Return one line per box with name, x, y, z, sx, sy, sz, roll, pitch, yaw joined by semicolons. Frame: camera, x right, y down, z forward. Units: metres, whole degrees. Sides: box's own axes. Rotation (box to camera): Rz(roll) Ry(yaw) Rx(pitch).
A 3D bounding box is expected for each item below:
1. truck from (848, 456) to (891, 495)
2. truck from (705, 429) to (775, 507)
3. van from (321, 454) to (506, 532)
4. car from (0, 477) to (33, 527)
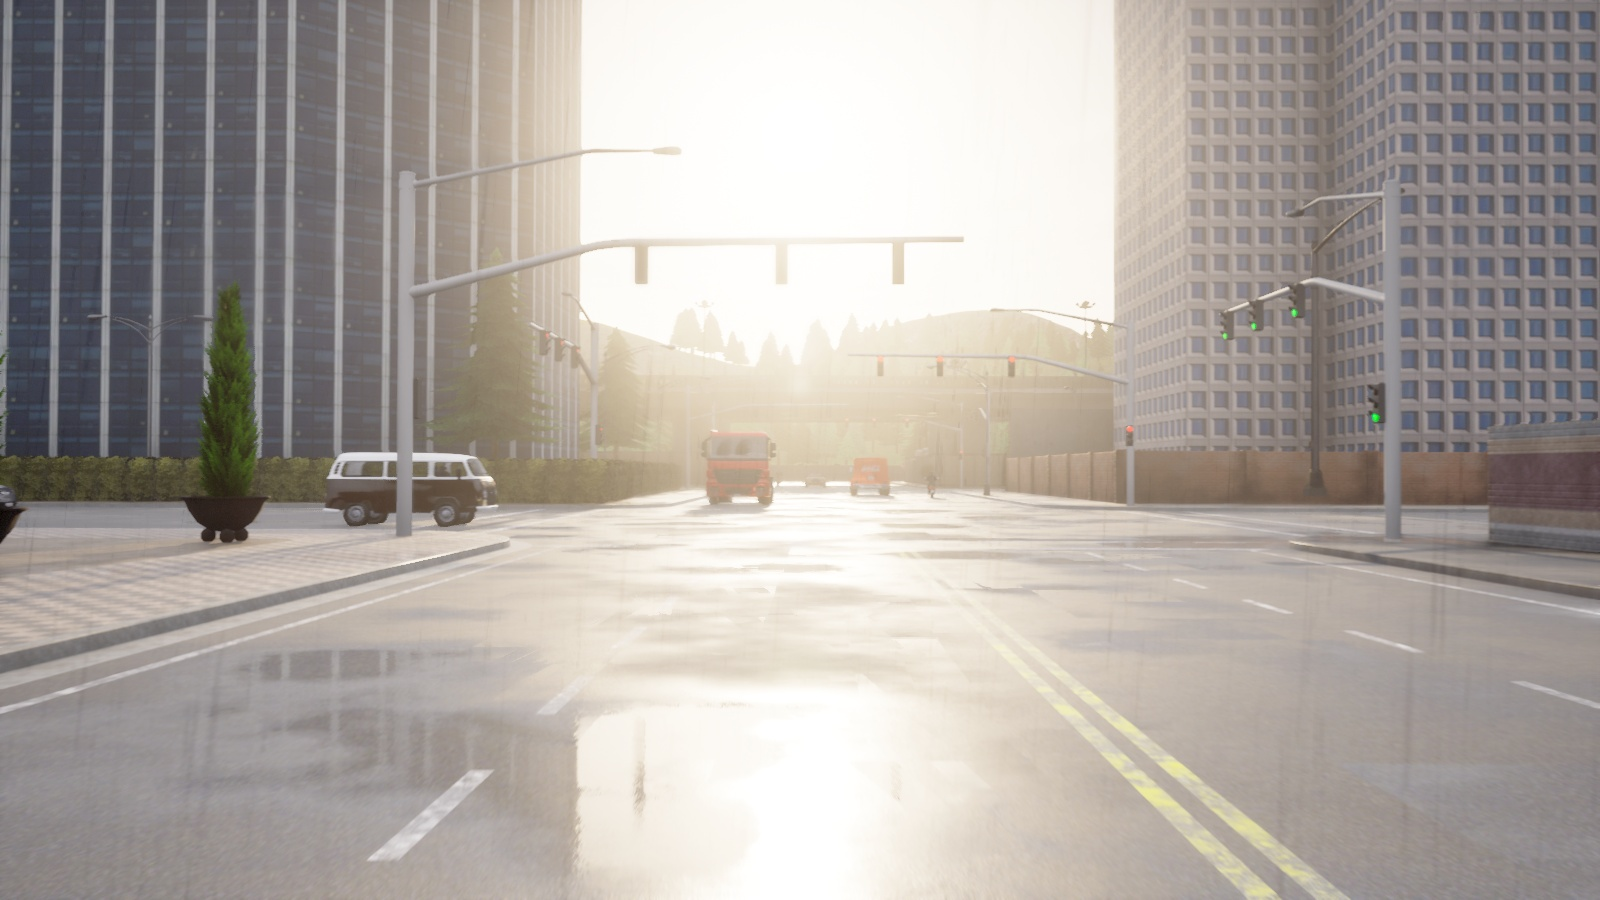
truck;4.497;1.683;82.110;2.627;2.467;5.204;0;-1;1
truck;-2.766;0.849;60.061;2.891;3.462;7.936;0;-1;1
van;-10.648;1.168;34.818;4.480;2.038;2.069;-1;-1;0
car;-25.827;1.578;38.379;3.633;1.501;1.845;0;-1;0
